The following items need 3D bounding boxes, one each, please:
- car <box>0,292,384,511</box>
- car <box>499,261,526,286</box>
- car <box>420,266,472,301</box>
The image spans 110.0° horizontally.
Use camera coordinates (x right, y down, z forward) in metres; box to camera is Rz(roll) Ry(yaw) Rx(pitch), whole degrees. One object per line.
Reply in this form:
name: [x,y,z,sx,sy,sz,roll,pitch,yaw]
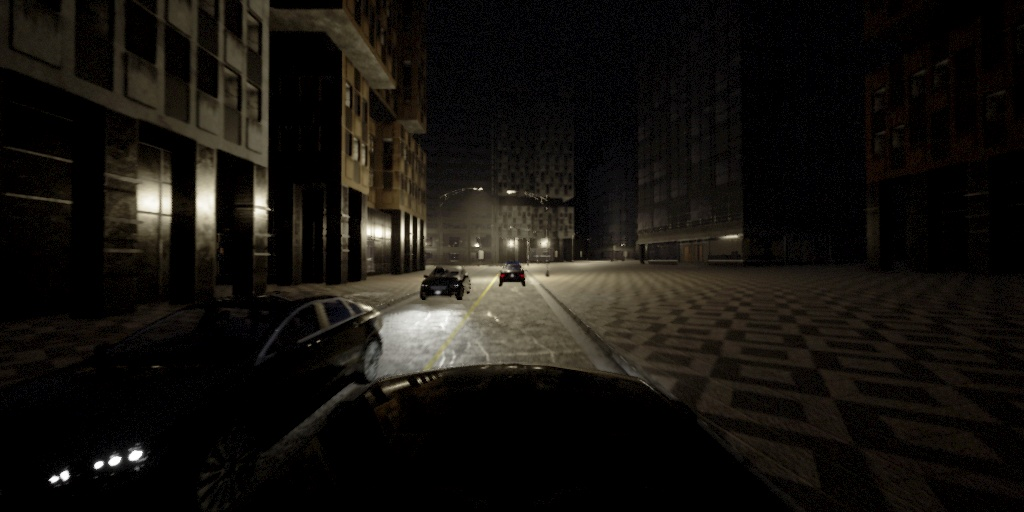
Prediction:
car: [-3.095,1.242,4.268,2.128,1.511,4.902,0,0,0]
car: [0.032,1.310,25.293,2.033,1.411,5.357,0,0,1]
car: [-3.081,1.245,17.385,2.128,1.511,4.902,0,0,0]
